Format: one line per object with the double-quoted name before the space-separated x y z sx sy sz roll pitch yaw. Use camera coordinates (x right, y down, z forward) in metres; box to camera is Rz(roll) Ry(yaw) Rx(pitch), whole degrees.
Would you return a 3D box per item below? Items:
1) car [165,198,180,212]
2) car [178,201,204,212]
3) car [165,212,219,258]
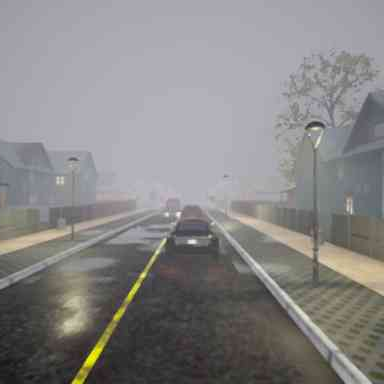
"car" -2.762 1.895 49.504 2.150 2.045 5.566 0 -1 0
"car" 0.025 1.838 29.267 1.882 1.535 5.008 0 -1 0
"car" 0.022 1.707 13.473 1.994 1.385 4.181 0 -1 0
